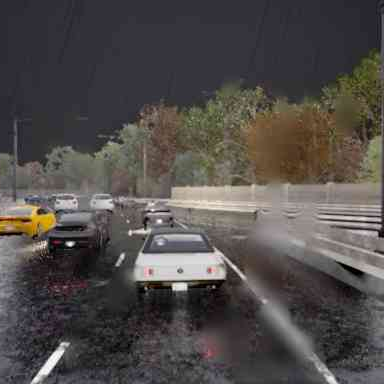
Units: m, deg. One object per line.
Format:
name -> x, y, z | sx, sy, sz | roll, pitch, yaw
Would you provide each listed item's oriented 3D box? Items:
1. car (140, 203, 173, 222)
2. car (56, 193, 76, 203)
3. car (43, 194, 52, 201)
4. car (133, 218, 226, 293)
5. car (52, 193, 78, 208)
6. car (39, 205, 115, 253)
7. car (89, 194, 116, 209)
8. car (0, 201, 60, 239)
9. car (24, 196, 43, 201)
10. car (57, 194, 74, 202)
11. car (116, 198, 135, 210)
car -> -2.358, 1.500, 21.888 | 2.128, 1.511, 4.902 | 0, 0, -11
car -> -28.160, 1.265, 74.088 | 2.150, 2.045, 5.566 | 0, 0, -43
car -> -30.854, 1.396, 71.881 | 1.837, 1.490, 4.892 | 0, 0, -43
car -> -0.410, 1.605, 8.848 | 1.895, 1.301, 4.718 | 0, 0, -5
car -> -13.597, 1.241, 36.045 | 2.150, 2.045, 5.566 | 0, 0, -20
car -> -4.491, 1.512, 13.746 | 1.837, 1.490, 4.892 | 0, 0, -8
car -> -9.950, 1.240, 36.208 | 2.150, 2.045, 5.566 | 0, 0, -20
car -> -8.617, 1.487, 17.439 | 1.882, 1.535, 5.008 | 0, 0, -10
car -> -33.500, 1.492, 69.588 | 1.895, 1.301, 4.718 | 0, 0, -43
car -> -28.209, 1.250, 74.174 | 2.097, 1.767, 4.553 | 0, 0, -43
car -> -8.786, 1.512, 43.281 | 2.128, 1.511, 4.902 | 0, 0, -26
